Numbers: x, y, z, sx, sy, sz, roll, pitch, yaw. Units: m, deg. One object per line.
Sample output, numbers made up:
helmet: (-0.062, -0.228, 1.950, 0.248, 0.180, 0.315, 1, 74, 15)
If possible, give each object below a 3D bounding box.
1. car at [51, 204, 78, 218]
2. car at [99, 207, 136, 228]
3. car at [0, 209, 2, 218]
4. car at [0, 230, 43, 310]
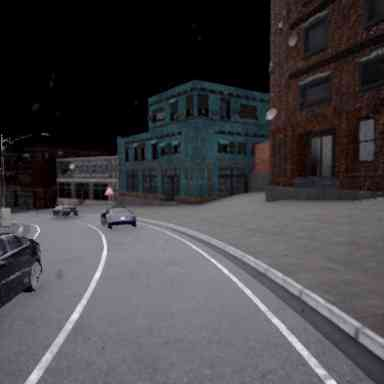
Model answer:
car: (-14.932, 2.200, 38.874, 1.837, 1.490, 4.892, -2, -1, -40)
car: (-5.299, 1.723, 23.530, 1.994, 1.385, 4.181, -2, 0, -23)
car: (-26.324, 2.943, 44.735, 4.674, 1.442, 1.812, -4, 0, 38)
car: (-4.250, 1.526, 6.098, 2.128, 1.511, 4.902, -1, 0, -8)
